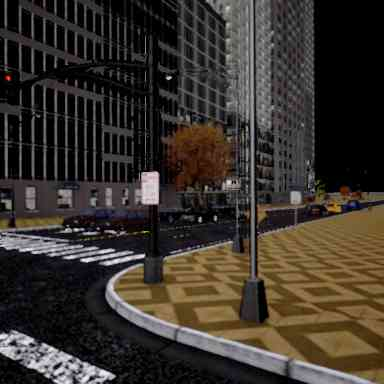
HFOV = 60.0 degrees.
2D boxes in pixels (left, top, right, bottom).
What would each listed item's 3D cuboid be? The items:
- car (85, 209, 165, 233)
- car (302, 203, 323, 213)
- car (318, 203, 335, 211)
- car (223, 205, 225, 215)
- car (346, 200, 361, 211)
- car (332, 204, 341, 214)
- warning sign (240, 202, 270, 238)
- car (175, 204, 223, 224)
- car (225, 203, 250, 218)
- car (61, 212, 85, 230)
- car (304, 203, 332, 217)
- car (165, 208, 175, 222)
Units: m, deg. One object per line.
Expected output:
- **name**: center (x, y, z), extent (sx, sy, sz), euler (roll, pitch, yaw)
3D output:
- **car**: center (-4.504, 1.995, 23.365), extent (2.033, 1.411, 5.357), euler (0, -1, 33)
- **car**: center (19.996, 2.641, 54.987), extent (2.128, 1.511, 4.902), euler (0, -1, 33)
- **car**: center (26.149, 2.840, 64.523), extent (2.128, 1.511, 4.902), euler (0, -1, 33)
- **car**: center (3.445, 2.317, 41.663), extent (2.128, 1.511, 4.902), euler (0, -1, 33)
- **car**: center (31.872, 2.620, 65.488), extent (2.150, 2.045, 5.566), euler (0, -1, 33)
- **car**: center (22.272, 2.596, 52.701), extent (1.882, 1.535, 5.008), euler (0, -1, 33)
- **warning sign**: center (3.488, 1.508, 18.294), extent (1.300, 1.860, 1.060), euler (1, 0, 33)
- **car**: center (0.777, 2.130, 31.550), extent (1.837, 1.490, 4.892), euler (0, -1, 33)
- **car**: center (6.248, 2.161, 40.013), extent (2.097, 1.767, 4.553), euler (0, -1, 33)
- **car**: center (-7.156, 2.017, 25.249), extent (2.033, 1.411, 5.357), euler (0, -1, 33)
- **car**: center (16.672, 2.436, 43.937), extent (1.837, 1.490, 4.892), euler (0, -1, 33)
- **car**: center (-1.956, 2.245, 33.307), extent (1.895, 1.301, 4.718), euler (0, -1, 33)
